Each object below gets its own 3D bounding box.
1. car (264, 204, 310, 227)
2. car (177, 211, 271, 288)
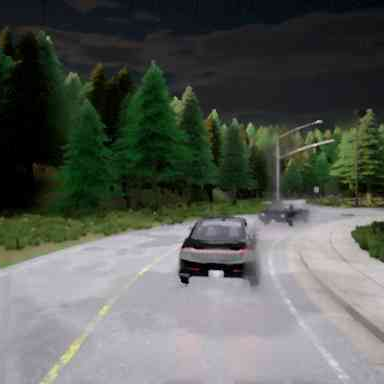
[{"bbox_3d":[6.105,1.416,21.552,1.895,1.301,4.718,0,1,35],"label":"car"},{"bbox_3d":[0.853,1.414,9.110,2.128,1.511,4.902,0,1,9],"label":"car"}]
